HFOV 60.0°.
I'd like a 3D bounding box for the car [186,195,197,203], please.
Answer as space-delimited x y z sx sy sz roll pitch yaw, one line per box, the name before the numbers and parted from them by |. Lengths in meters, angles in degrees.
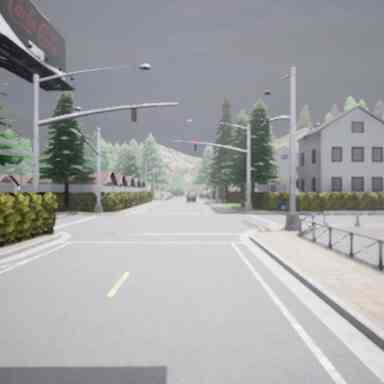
car | -0.116 1.314 63.598 1.837 1.490 4.892 0 0 0
